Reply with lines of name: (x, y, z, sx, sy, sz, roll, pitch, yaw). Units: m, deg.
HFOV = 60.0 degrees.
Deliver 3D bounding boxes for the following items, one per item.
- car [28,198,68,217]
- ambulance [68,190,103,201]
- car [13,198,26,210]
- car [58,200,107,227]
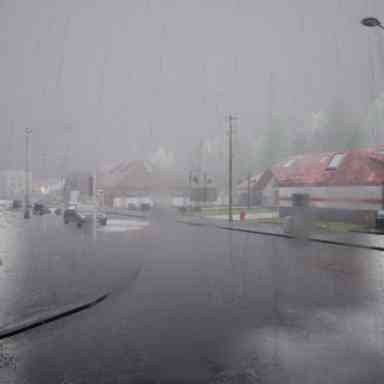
car: (-13.958, 1.492, 31.972, 2.128, 1.511, 4.902, 0, 0, -36)
ambulance: (-11.710, 1.031, 35.873, 2.351, 2.431, 6.366, 0, 0, -35)
car: (-22.419, 1.492, 43.939, 2.128, 1.511, 4.902, 0, 0, -35)
car: (-7.464, 1.526, 22.887, 1.812, 1.442, 4.674, 0, 0, -36)
